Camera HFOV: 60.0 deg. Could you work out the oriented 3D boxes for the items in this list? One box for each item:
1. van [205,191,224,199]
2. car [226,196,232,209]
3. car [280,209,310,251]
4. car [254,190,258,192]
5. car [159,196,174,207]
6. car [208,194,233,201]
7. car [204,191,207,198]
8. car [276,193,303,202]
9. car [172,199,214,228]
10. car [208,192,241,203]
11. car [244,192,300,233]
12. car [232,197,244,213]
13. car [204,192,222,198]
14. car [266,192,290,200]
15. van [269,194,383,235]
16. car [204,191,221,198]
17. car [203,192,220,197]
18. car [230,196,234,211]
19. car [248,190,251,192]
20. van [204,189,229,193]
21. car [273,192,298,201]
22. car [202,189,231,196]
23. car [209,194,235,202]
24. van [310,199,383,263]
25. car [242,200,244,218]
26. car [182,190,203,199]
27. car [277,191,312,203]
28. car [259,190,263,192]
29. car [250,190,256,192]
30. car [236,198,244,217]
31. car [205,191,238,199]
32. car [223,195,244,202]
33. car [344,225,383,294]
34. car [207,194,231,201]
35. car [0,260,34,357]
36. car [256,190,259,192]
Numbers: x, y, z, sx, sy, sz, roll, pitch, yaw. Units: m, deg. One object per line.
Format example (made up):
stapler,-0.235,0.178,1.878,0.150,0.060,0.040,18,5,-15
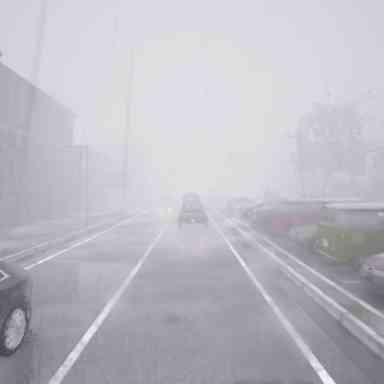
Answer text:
van,5.520,0.705,80.746,4.442,1.987,1.878,0,1,0
car,6.025,1.345,32.467,4.674,1.452,2.002,0,1,0
car,6.056,1.544,12.689,4.674,1.452,2.002,0,1,0
car,18.675,0.927,83.600,4.792,1.488,2.163,0,1,0
car,-3.545,1.281,46.127,2.128,1.511,4.902,0,1,0
car,5.698,1.137,66.835,4.674,1.452,2.002,0,1,0
car,5.665,1.031,72.401,4.892,1.521,2.231,0,1,0
car,18.817,1.003,64.229,4.553,1.767,2.185,0,1,0
car,0.046,1.460,21.822,2.128,1.511,4.902,0,0,0
car,5.745,1.235,58.628,4.674,1.452,2.002,1,1,0
car,6.017,1.196,18.336,5.566,2.045,2.435,0,1,0
car,6.217,1.359,26.816,5.366,1.575,1.946,0,1,0
car,5.608,0.830,89.099,4.892,1.521,2.231,0,1,0
car,18.720,0.905,72.458,4.553,1.767,2.185,0,1,0
van,6.166,1.249,15.511,4.442,1.987,1.878,0,1,0
car,5.558,0.670,91.881,4.553,1.767,2.185,0,1,0
car,5.581,0.800,94.666,4.674,1.452,2.002,0,1,0
car,6.030,1.374,29.642,4.674,1.452,2.002,0,1,0
car,18.676,0.796,91.953,4.892,1.521,2.231,0,1,0
van,5.543,0.770,75.305,4.442,1.987,1.878,0,1,0
car,18.806,0.970,67.014,4.553,1.767,2.185,0,1,0
car,5.620,0.713,77.963,5.566,2.045,2.435,0,1,0
car,5.736,1.159,64.052,4.792,1.488,2.163,0,1,0
van,6.174,1.301,9.981,4.442,1.987,1.878,0,0,0
car,6.046,1.418,21.165,5.008,1.535,2.097,0,1,0
car,-0.074,1.063,40.748,2.150,2.045,5.566,0,0,0
car,18.827,0.912,61.318,5.566,2.045,2.435,0,1,0
car,18.768,0.744,75.366,5.566,2.045,2.435,0,1,0
car,18.712,0.703,89.166,4.553,1.767,2.185,0,1,0
car,6.031,1.390,23.989,5.008,1.535,2.097,0,1,0
car,5.533,1.160,61.268,5.366,1.575,1.946,0,1,0
car,6.048,1.307,35.294,4.792,1.488,2.163,0,1,0
car,6.065,1.572,7.024,4.674,1.452,2.002,0,0,0
car,5.654,1.093,69.618,4.792,1.488,2.163,0,1,0
car,-3.353,1.513,3.250,1.837,1.490,4.892,0,0,0
car,18.722,0.931,80.813,5.008,1.535,2.097,0,1,0
